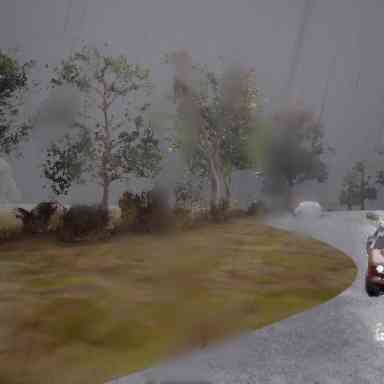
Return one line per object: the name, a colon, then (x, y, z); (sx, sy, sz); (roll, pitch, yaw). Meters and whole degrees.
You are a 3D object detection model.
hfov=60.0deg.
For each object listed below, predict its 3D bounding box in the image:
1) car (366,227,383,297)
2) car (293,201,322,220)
car: (5.340, 1.594, 8.111); (1.895, 1.301, 4.718); (0, 0, 28)
car: (9.903, 1.510, 28.342); (1.812, 1.442, 4.674); (-1, 0, 28)
